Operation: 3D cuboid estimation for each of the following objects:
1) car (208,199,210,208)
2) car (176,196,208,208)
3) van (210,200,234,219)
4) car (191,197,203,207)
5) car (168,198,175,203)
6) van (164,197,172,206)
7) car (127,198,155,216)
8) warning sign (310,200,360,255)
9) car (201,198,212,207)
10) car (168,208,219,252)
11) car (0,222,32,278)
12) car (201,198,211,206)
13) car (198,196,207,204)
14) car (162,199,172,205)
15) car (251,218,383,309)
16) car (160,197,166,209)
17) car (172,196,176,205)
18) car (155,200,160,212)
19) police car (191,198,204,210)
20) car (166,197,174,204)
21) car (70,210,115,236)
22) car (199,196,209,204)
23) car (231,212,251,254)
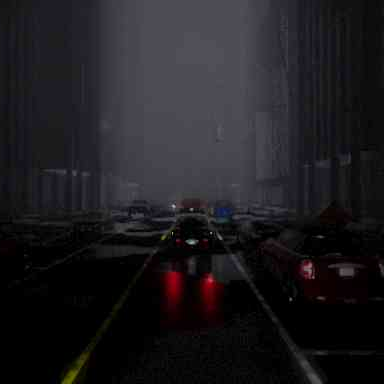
[{"bbox_3d":[2.848,1.848,36.445,1.752,1.417,4.829,0,0,0],"label":"car"},{"bbox_3d":[-0.009,1.481,29.024,2.150,2.045,5.566,0,0,0],"label":"car"},{"bbox_3d":[2.849,1.618,30.635,1.690,1.788,3.998,0,0,0],"label":"van"},{"bbox_3d":[0.879,1.863,61.840,2.097,1.767,4.553,0,0,0],"label":"car"},{"bbox_3d":[-5.697,2.335,92.679,1.887,1.381,4.507,0,-1,0],"label":"car"},{"bbox_3d":[-5.688,1.921,70.126,1.690,1.788,3.998,0,0,0],"label":"van"},{"bbox_3d":[-5.678,1.637,36.294,2.192,1.841,5.009,0,0,0],"label":"car"},{"bbox_3d":[5.063,1.228,11.877,1.300,1.860,1.060,0,-1,0],"label":"warning sign"},{"bbox_3d":[2.838,1.972,64.474,1.967,1.590,4.097,0,0,0],"label":"car"},{"bbox_3d":[0.001,1.661,14.380,1.812,1.442,4.674,0,0,0],"label":"car"},{"bbox_3d":[-5.670,1.518,8.097,1.967,1.590,4.097,0,-1,0],"label":"car"},{"bbox_3d":[2.836,2.019,70.112,1.967,1.590,4.097,0,0,0],"label":"car"},{"bbox_3d":[2.830,2.050,87.031,2.192,1.841,5.009,0,-1,0],"label":"car"},{"bbox_3d":[-5.691,2.195,75.763,1.947,1.339,4.313,0,0,0],"label":"car"},{"bbox_3d":[2.856,1.517,8.075,1.967,1.590,4.097,0,-1,0],"label":"car"},{"bbox_3d":[-5.684,1.971,53.001,1.752,1.417,4.829,0,0,1],"label":"car"},{"bbox_3d":[-3.025,2.065,71.781,1.882,1.535,5.008,0,0,0],"label":"car"},{"bbox_3d":[-5.680,1.680,41.934,2.192,1.841,5.009,0,0,0],"label":"car"},{"bbox_3d":[0.883,1.863,51.978,1.930,1.638,5.238,0,0,0],"label":"police car"},{"bbox_3d":[-5.695,2.176,87.042,1.967,1.590,4.097,0,-1,0],"label":"car"},{"bbox_3d":[-5.674,1.732,19.374,2.008,1.369,4.403,0,-1,0],"label":"car"},{"bbox_3d":[2.832,1.996,81.393,2.192,1.841,5.009,0,-1,0],"label":"car"},{"bbox_3d":[2.854,1.711,13.714,1.802,1.307,4.206,0,-1,0],"label":"car"}]
